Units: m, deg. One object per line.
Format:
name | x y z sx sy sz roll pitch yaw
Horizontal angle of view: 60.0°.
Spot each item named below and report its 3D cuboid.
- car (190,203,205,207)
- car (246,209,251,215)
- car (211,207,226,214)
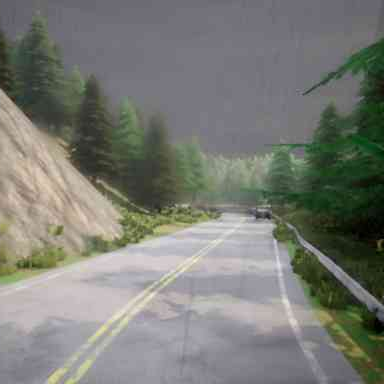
car | 0.800 3.815 80.497 5.566 2.045 2.150 -3 -1 45
car | 11.131 3.464 60.732 1.812 1.442 4.674 0 -1 -5
car | 5.179 3.729 67.999 2.128 1.511 4.902 -1 -2 -20
